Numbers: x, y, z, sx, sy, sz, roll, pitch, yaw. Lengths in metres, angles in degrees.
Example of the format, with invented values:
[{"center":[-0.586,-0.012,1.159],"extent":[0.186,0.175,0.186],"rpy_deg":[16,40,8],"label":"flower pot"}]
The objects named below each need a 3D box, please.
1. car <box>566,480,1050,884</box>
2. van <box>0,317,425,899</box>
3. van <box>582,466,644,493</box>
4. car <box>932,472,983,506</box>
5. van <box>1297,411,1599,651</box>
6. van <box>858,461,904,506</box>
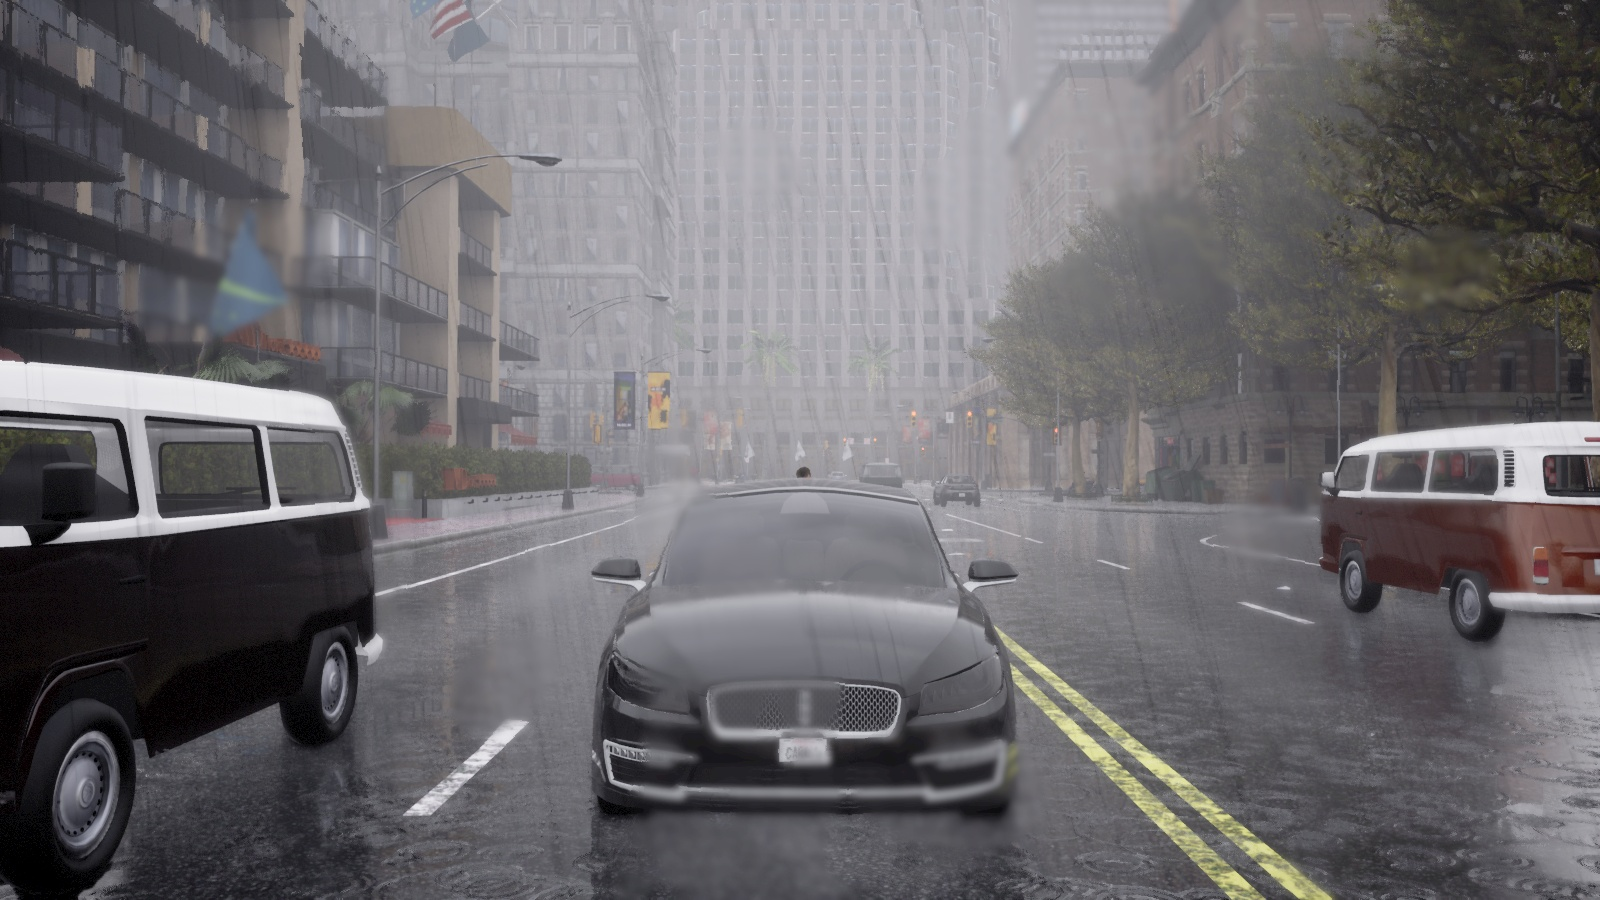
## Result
[{"center":[0.033,0.940,7.223],"extent":[1.837,1.490,4.892],"rpy_deg":[0,-1,0],"label":"car"},{"center":[-3.470,0.650,5.862],"extent":[2.069,2.038,4.480],"rpy_deg":[0,-1,0],"label":"van"},{"center":[-13.943,2.191,93.593],"extent":[4.442,1.987,1.775],"rpy_deg":[0,-1,-12],"label":"van"},{"center":[7.152,1.760,57.314],"extent":[1.816,1.474,4.193],"rpy_deg":[0,-1,0],"label":"car"},{"center":[7.046,0.726,12.933],"extent":[2.069,2.038,4.480],"rpy_deg":[0,-1,0],"label":"van"},{"center":[3.651,1.511,57.183],"extent":[1.775,1.987,4.442],"rpy_deg":[0,-1,0],"label":"van"}]
